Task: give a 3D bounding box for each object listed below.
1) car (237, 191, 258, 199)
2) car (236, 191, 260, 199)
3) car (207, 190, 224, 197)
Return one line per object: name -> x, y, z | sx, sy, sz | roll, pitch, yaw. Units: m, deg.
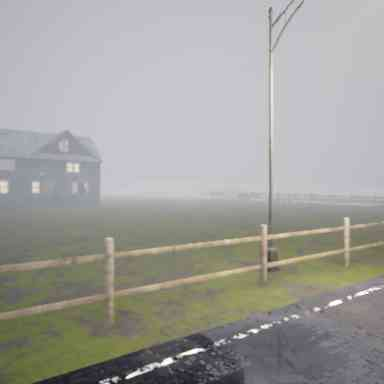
car -> 10.579, 0.682, 63.783 | 1.994, 1.385, 4.181 | 0, 1, -35
car -> 11.494, 0.568, 68.563 | 1.837, 1.490, 4.892 | 0, 1, -35
car -> 5.395, 0.297, 77.061 | 1.837, 1.490, 4.892 | 0, 1, -36
